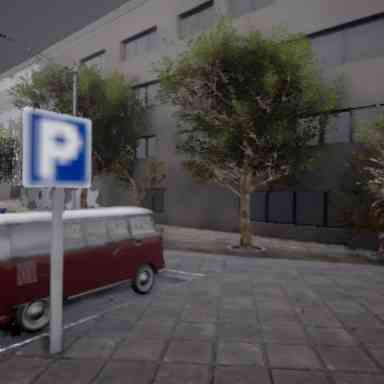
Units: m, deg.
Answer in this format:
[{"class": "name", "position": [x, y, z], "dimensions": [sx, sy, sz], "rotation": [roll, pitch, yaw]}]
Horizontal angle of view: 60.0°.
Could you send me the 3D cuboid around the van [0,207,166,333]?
[{"class": "van", "position": [-2.387, 1.354, 7.127], "dimensions": [1.878, 1.987, 4.442], "rotation": [-2, -1, 35]}]
